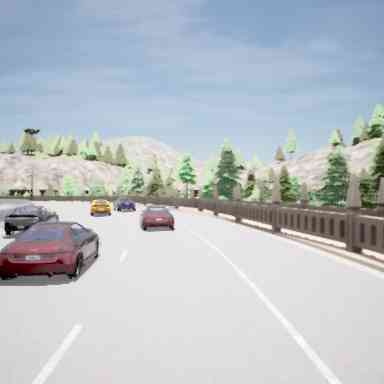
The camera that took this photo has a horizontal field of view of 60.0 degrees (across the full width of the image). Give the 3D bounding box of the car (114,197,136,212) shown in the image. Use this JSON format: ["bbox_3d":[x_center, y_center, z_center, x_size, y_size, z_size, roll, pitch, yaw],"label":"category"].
[{"bbox_3d":[-8.441,1.429,41.086,2.097,1.767,4.553,0,0,-23],"label":"car"}]

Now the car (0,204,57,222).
[{"bbox_3d":[-8.864,1.523,18.720,2.128,1.511,4.902,0,0,-11],"label":"car"}]

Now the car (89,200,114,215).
[{"bbox_3d":[-9.539,1.543,34.376,1.882,1.535,5.008,0,0,-19],"label":"car"}]

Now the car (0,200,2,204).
[{"bbox_3d":[-34.051,1.791,57.220,1.812,1.442,4.674,0,0,-38],"label":"car"}]

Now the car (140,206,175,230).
[{"bbox_3d":[-2.320,1.585,21.495,1.994,1.385,4.181,0,0,-11],"label":"car"}]

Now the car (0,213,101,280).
[{"bbox_3d":[-4.070,1.575,10.105,1.994,1.385,4.181,0,0,-6],"label":"car"}]
